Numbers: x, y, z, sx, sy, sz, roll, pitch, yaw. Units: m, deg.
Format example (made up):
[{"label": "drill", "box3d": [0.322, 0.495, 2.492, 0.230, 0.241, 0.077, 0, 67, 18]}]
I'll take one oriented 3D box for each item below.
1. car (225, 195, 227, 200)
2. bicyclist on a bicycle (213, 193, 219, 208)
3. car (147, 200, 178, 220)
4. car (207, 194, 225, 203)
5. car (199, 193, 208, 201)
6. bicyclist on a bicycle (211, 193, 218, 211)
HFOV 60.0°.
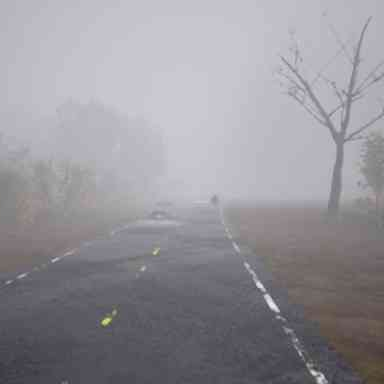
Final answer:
[{"label": "car", "box3d": [6.564, 1.026, 73.685, 1.994, 1.385, 4.181, 0, 0, 10]}, {"label": "bicyclist on a bicycle", "box3d": [3.100, 1.057, 42.689, 0.659, 1.776, 1.843, 0, 1, 6]}, {"label": "car", "box3d": [-2.200, 1.346, 26.527, 2.033, 1.411, 5.357, 0, 0, 4]}, {"label": "car", "box3d": [4.234, 1.143, 58.072, 1.994, 1.385, 4.181, 0, 0, 8]}, {"label": "car", "box3d": [2.478, 1.018, 67.497, 2.128, 1.511, 4.902, 0, 1, 9]}, {"label": "bicyclist on a bicycle", "box3d": [2.255, 1.122, 33.520, 0.659, 1.776, 1.843, 0, 1, 5]}]
